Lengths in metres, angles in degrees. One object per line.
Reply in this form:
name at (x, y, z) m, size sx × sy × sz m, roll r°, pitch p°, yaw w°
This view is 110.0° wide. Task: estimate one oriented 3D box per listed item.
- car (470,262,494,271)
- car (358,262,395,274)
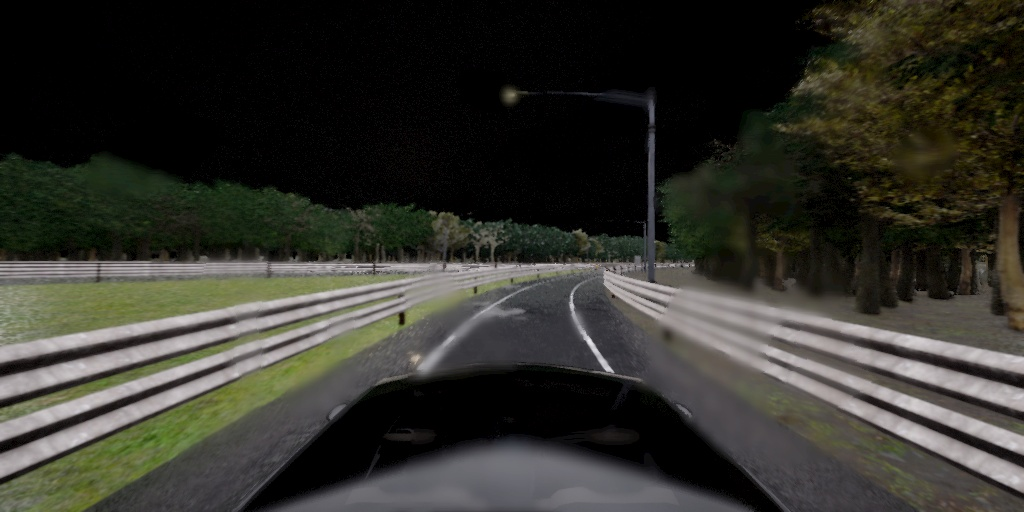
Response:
car at (-5.032, 1.848, 61.908) m, size 2.128 × 1.511 × 4.902 m, roll 0°, pitch -1°, yaw 40°
car at (-17.552, 1.514, 46.850) m, size 1.837 × 1.490 × 4.892 m, roll 0°, pitch -1°, yaw 40°
